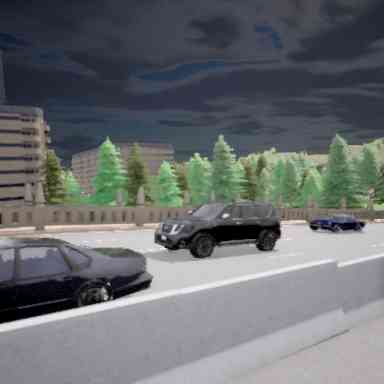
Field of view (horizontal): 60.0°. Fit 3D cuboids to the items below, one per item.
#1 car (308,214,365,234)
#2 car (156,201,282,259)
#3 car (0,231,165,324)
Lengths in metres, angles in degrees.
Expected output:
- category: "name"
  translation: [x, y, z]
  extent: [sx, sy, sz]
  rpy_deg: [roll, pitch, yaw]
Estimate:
- category: "car"
  translation: [10.707, 2.318, 24.513]
  extent: [4.718, 1.301, 1.895]
  rpy_deg: [3, -2, -35]
- category: "car"
  translation: [1.252, 1.381, 13.480]
  extent: [5.566, 2.045, 2.150]
  rpy_deg: [2, -1, -35]
- category: "car"
  translation: [-3.357, 1.564, 5.896]
  extent: [5.357, 1.411, 2.033]
  rpy_deg: [0, 0, -35]
